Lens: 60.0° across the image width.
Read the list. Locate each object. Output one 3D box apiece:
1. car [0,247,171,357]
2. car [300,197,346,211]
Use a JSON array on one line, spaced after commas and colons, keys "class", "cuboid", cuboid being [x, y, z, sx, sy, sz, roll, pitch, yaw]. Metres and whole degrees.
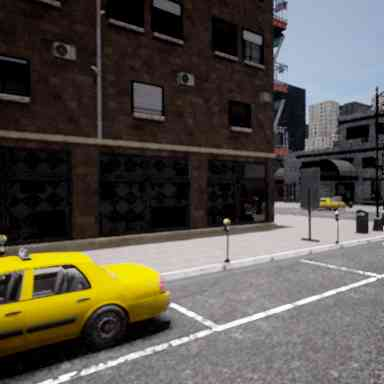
[{"class": "car", "cuboid": [-2.640, 1.522, 4.677, 4.829, 1.417, 1.752, -1, 0, -36]}, {"class": "car", "cuboid": [14.048, 1.231, 35.889, 1.752, 1.417, 4.829, 0, 0, -35]}]
